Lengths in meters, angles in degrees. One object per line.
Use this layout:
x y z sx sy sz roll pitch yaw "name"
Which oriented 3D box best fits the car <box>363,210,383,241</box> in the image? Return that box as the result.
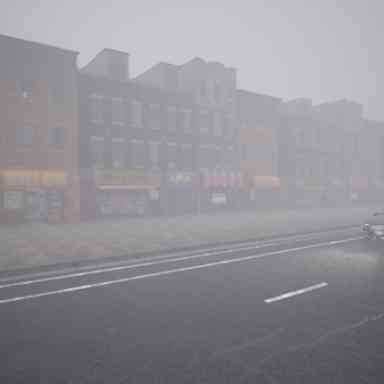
9.235 1.298 14.303 4.902 1.511 2.128 -1 0 -36 "car"
